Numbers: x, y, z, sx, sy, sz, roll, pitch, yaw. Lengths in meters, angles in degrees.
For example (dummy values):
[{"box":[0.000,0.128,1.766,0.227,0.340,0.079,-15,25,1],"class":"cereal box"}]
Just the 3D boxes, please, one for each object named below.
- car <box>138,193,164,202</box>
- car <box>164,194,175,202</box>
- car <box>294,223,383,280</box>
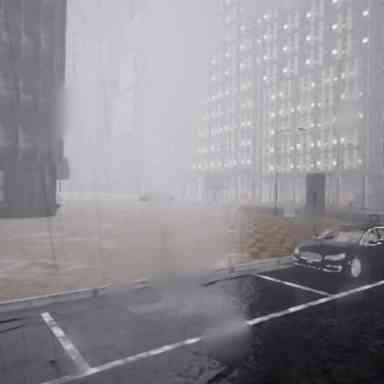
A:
[{"box":[-7.341,0.930,55.850,2.128,1.511,4.902,1,0,-34],"class":"car"},{"box":[-4.690,1.068,57.726,1.994,1.385,4.181,1,0,-34],"class":"car"},{"box":[4.964,1.653,10.249,4.403,1.369,2.008,1,0,-35],"class":"car"}]
